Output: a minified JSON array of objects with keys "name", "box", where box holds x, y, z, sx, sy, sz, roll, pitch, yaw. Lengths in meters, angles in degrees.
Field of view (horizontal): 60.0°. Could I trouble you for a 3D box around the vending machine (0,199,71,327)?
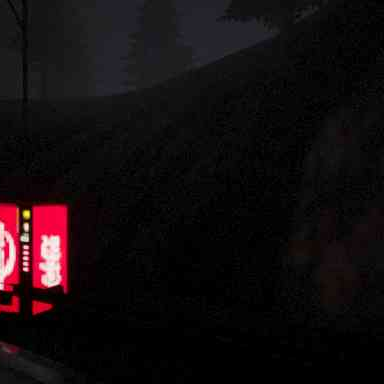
[{"name":"vending machine","box":[-3.006,1.195,6.228,0.880,2.100,1.100,0,0,29]}]
